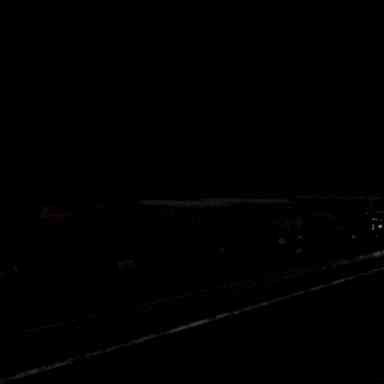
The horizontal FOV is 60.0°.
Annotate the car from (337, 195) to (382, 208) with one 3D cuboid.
[{"bbox_3d":[20.792,1.083,41.492,2.002,1.452,4.674,-1,0,-36],"label":"car"}]

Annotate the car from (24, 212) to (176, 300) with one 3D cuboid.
[{"bbox_3d":[-2.696,1.523,8.685,2.163,1.488,4.792,-1,0,-36],"label":"car"}]

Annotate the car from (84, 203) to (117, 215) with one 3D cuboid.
[{"bbox_3d":[-6.310,1.444,22.134,2.097,1.535,5.008,-1,0,-36],"label":"car"}]

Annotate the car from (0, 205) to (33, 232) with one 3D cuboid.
[{"bbox_3d":[-10.811,1.531,18.890,2.163,1.488,4.792,0,0,-36],"label":"car"}]

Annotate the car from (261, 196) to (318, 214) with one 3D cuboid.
[{"bbox_3d":[9.605,1.208,33.279,1.946,1.575,5.366,-1,0,-36],"label":"car"}]

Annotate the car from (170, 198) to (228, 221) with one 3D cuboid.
[{"bbox_3d":[0.460,1.345,26.983,2.097,1.535,5.008,-1,0,-36],"label":"car"}]

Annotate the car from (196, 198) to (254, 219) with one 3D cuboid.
[{"bbox_3d":[2.719,1.312,28.596,2.097,1.535,5.008,-1,0,-36],"label":"car"}]

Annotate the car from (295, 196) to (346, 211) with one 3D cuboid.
[{"bbox_3d":[14.032,1.173,36.633,2.163,1.488,4.792,-1,0,-36],"label":"car"}]

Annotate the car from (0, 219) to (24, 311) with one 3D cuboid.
[{"bbox_3d":[-4.962,1.556,7.027,2.002,1.452,4.674,0,0,-36],"label":"car"}]

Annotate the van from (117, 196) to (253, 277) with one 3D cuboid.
[{"bbox_3d":[-0.468,1.239,10.384,1.878,1.987,4.442,-1,0,-36],"label":"van"}]

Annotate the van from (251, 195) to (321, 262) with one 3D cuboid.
[{"bbox_3d":[1.947,1.210,11.822,1.878,1.987,4.442,-1,0,-36],"label":"van"}]

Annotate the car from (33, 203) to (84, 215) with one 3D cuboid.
[{"bbox_3d":[-8.680,1.469,20.675,1.946,1.575,5.366,-1,0,-36],"label":"car"}]

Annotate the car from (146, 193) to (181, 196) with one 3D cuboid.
[{"bbox_3d":[-1.781,1.128,25.340,2.435,2.045,5.566,-1,0,-36],"label":"car"}]

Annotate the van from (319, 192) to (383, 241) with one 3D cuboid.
[{"bbox_3d":[6.377,1.143,15.272,1.878,1.987,4.442,-1,0,-36],"label":"van"}]

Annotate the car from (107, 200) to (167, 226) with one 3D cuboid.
[{"bbox_3d":[-4.049,1.414,23.748,2.231,1.521,4.892,-1,0,-36],"label":"car"}]

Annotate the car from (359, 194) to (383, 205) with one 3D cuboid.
[{"bbox_3d":[25.309,1.017,44.720,2.002,1.452,4.674,-1,0,-36],"label":"car"}]

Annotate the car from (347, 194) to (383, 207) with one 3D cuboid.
[{"bbox_3d":[23.052,1.010,43.105,2.097,1.535,5.008,-1,0,-36],"label":"car"}]

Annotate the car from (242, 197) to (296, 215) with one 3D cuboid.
[{"bbox_3d":[7.222,1.274,31.841,2.163,1.488,4.792,-1,0,-36],"label":"car"}]

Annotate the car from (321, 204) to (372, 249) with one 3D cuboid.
[{"bbox_3d":[4.169,1.403,13.545,2.097,1.535,5.008,-1,0,-36],"label":"car"}]

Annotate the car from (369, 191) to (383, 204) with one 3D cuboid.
[{"bbox_3d":[27.547,0.819,46.359,2.185,1.767,4.553,-1,0,-36],"label":"car"}]

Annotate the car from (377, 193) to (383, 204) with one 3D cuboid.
[{"bbox_3d":[29.821,0.912,47.953,2.097,1.535,5.008,-1,0,-36],"label":"car"}]
